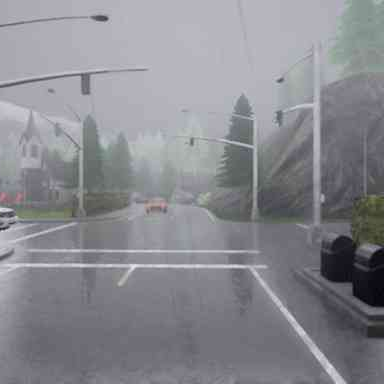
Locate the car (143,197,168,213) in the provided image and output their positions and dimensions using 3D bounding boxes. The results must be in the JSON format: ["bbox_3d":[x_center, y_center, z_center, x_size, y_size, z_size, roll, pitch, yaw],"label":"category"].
[{"bbox_3d":[-3.777,1.343,36.365,2.097,1.767,4.553,0,0,-2],"label":"car"}]

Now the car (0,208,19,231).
[{"bbox_3d":[-12.517,1.217,17.949,5.566,2.045,2.150,0,0,-7],"label":"car"}]

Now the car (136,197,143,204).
[{"bbox_3d":[-8.841,1.550,60.845,1.994,1.385,4.181,0,0,-24],"label":"car"}]

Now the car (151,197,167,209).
[{"bbox_3d":[-4.739,1.492,47.301,1.837,1.490,4.892,0,0,-11],"label":"car"}]
